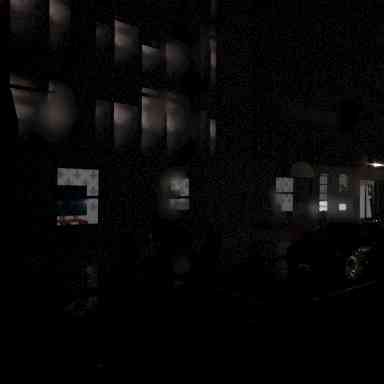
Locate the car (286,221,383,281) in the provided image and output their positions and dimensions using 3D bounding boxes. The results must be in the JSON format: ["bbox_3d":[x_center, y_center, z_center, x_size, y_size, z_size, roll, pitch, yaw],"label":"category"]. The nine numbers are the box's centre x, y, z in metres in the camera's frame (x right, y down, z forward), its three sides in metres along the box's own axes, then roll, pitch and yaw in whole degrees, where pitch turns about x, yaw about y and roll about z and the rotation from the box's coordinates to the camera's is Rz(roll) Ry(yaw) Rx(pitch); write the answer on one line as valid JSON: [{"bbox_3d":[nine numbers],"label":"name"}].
[{"bbox_3d":[4.689,1.568,9.896,4.313,1.339,1.947,0,0,-35],"label":"car"}]
